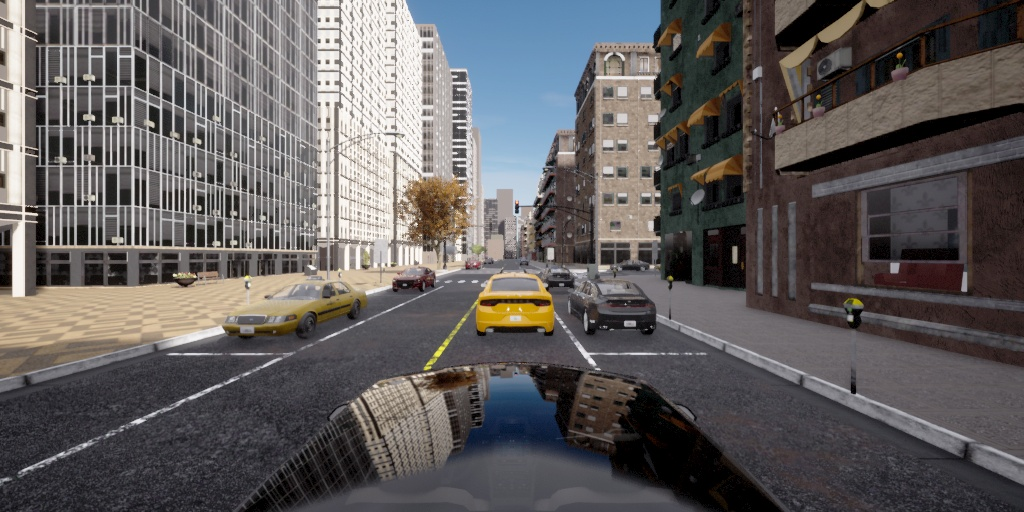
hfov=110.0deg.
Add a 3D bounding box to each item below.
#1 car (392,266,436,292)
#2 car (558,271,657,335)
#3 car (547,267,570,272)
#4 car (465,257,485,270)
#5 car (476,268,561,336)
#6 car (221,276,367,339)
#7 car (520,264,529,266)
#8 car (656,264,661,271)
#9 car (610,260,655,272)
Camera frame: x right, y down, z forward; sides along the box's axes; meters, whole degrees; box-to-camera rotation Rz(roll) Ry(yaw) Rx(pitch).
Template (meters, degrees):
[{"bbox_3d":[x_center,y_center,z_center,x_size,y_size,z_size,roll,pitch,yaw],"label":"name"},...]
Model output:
[{"bbox_3d":[-5.726,1.300,21.367,1.888,1.381,4.507,0,0,0],"label":"car"},{"bbox_3d":[2.674,1.301,10.316,2.007,1.370,4.403,0,0,0],"label":"car"},{"bbox_3d":[2.654,1.305,21.382,2.007,1.370,4.403,0,0,0],"label":"car"},{"bbox_3d":[-5.784,1.099,53.755,2.192,1.841,5.009,0,0,0],"label":"car"},{"bbox_3d":[0.073,1.228,10.410,1.882,1.535,5.008,0,0,0],"label":"car"},{"bbox_3d":[-5.706,1.276,10.132,1.751,1.417,4.829,0,0,0],"label":"car"},{"bbox_3d":[0.066,1.355,20.689,1.895,1.301,4.718,0,0,0],"label":"car"},{"bbox_3d":[18.763,1.006,40.881,4.829,1.417,1.751,0,0,-1],"label":"car"},{"bbox_3d":[13.366,1.109,40.817,4.403,1.370,2.007,0,0,-1],"label":"car"}]
